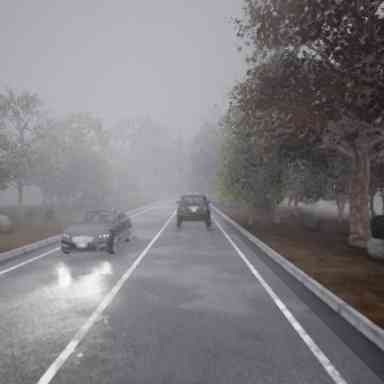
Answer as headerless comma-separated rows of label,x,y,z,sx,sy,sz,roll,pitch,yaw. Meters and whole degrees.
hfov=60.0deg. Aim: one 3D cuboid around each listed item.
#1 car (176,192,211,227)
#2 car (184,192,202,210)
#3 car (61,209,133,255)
car,0.109,1.170,22.587,2.150,2.045,5.566,0,0,0
car,0.118,1.060,42.226,2.150,2.045,5.566,0,1,0
car,-3.592,1.466,13.311,2.128,1.511,4.902,0,0,0
